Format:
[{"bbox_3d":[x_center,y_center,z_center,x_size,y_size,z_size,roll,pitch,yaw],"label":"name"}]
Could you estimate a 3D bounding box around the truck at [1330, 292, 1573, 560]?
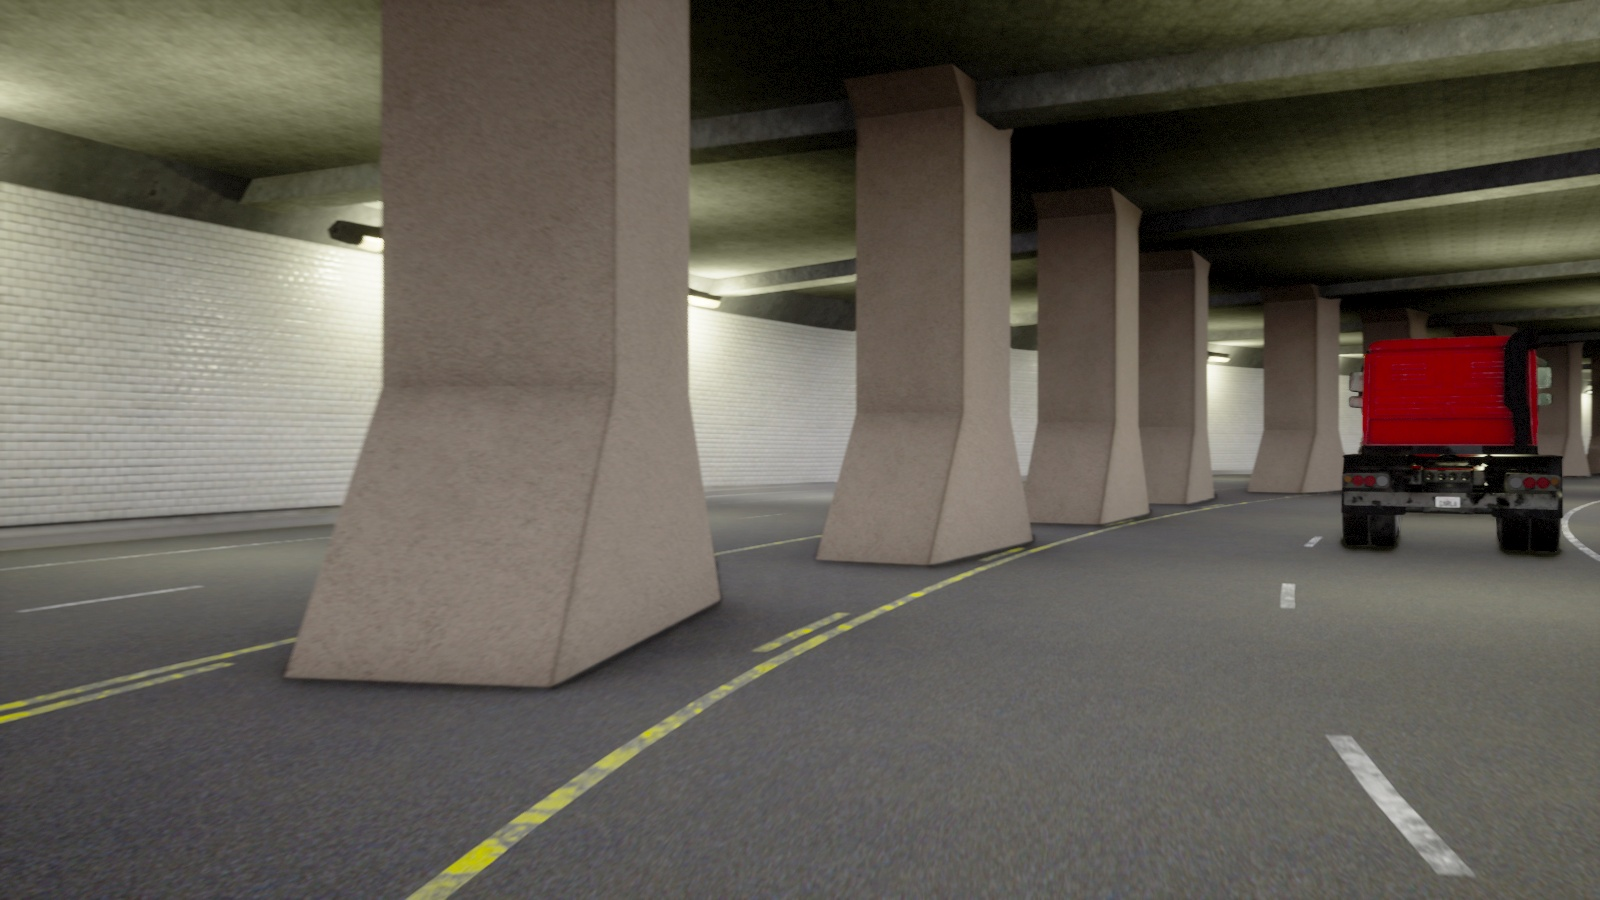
[{"bbox_3d":[10.527,-0.330,20.450,2.891,3.462,7.936,0,0,27],"label":"truck"}]
